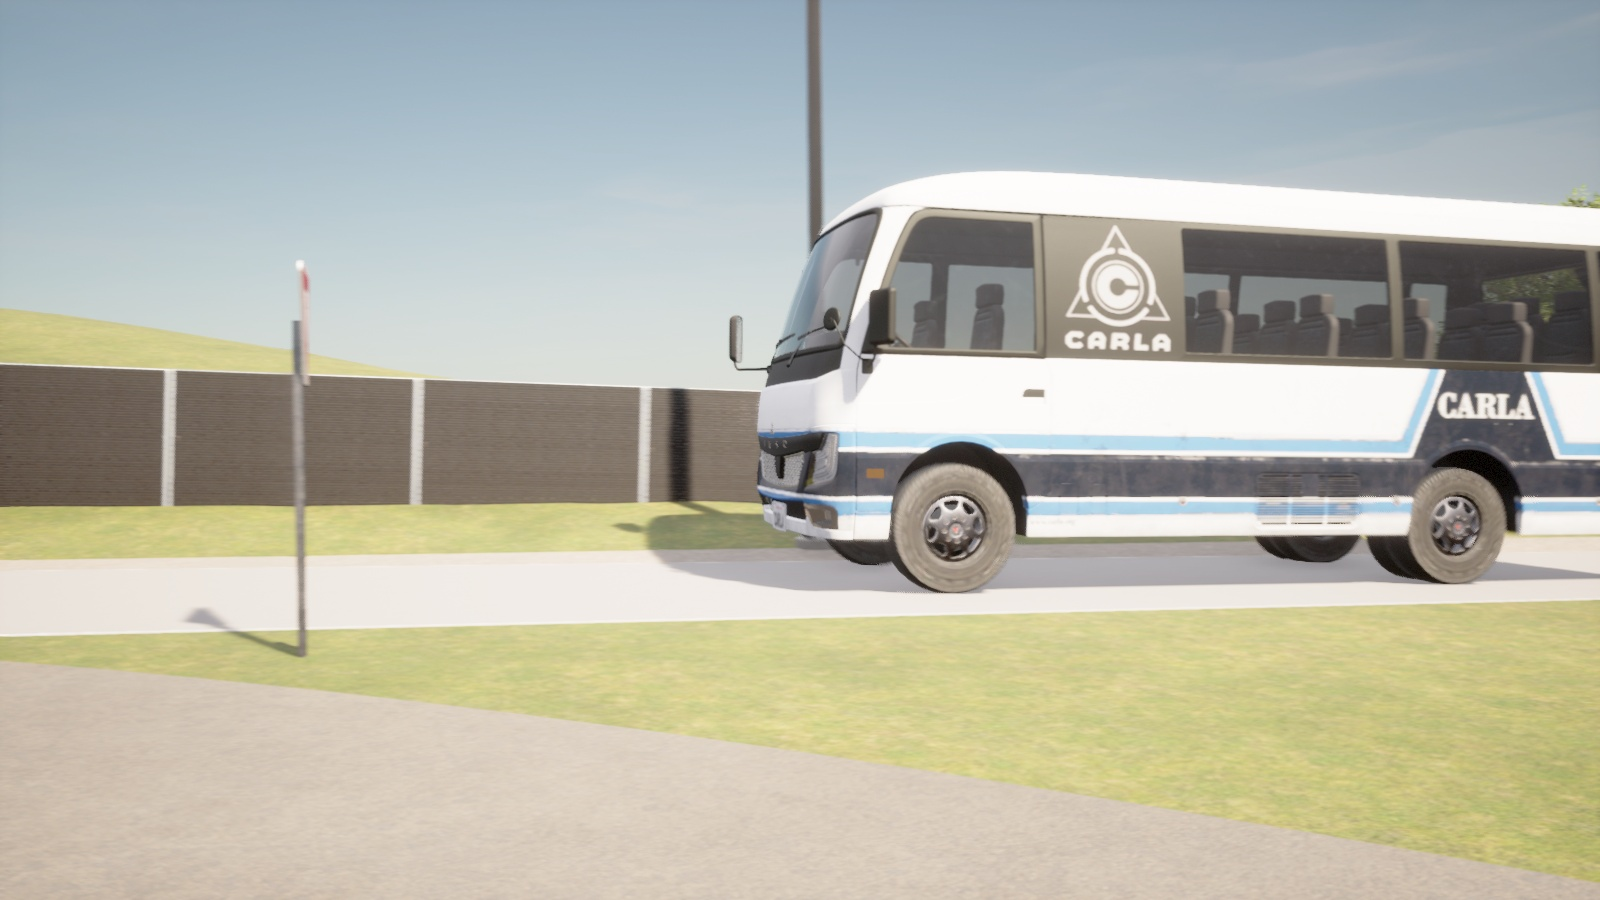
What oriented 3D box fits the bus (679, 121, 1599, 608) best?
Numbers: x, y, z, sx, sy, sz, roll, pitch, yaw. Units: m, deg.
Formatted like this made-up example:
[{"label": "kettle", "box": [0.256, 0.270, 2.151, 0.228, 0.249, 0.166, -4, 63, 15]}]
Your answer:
[{"label": "bus", "box": [4.041, -0.800, 14.065, 10.273, 4.253, 3.944, 0, 1, -13]}]
